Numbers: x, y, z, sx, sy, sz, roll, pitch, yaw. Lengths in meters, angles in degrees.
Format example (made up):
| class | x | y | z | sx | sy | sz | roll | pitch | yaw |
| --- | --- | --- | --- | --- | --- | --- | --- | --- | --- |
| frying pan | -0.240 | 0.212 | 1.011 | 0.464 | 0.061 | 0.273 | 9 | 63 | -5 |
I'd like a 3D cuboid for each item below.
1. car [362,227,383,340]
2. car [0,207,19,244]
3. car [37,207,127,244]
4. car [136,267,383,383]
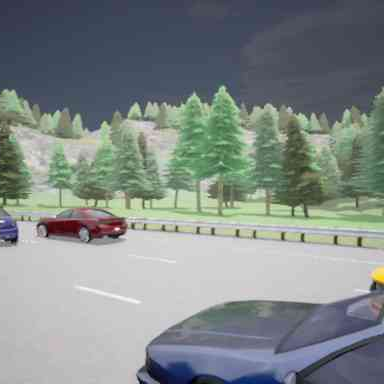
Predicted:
| class | x | y | z | sx | sy | sz | roll | pitch | yaw |
| --- | --- | --- | --- | --- | --- | --- | --- | --- | --- |
| car | 5.255 | 1.477 | 4.543 | 5.008 | 1.535 | 1.882 | 0 | 0 | 35 |
| car | -9.666 | 1.352 | 14.487 | 4.553 | 1.767 | 2.097 | 0 | 0 | 32 |
| car | -5.365 | 1.478 | 15.936 | 5.008 | 1.535 | 1.882 | 0 | 0 | 33 |
| car | 2.059 | 1.547 | 2.513 | 5.357 | 1.411 | 2.033 | 0 | 0 | 35 |
